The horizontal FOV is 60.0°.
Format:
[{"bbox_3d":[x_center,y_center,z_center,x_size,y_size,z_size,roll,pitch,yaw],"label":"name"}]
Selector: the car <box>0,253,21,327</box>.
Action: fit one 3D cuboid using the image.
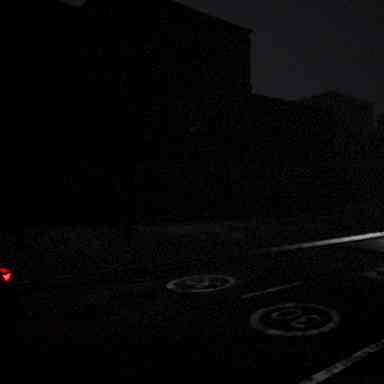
[{"bbox_3d":[-5.016,1.346,4.650,4.553,1.767,2.097,0,0,-36],"label":"car"}]
